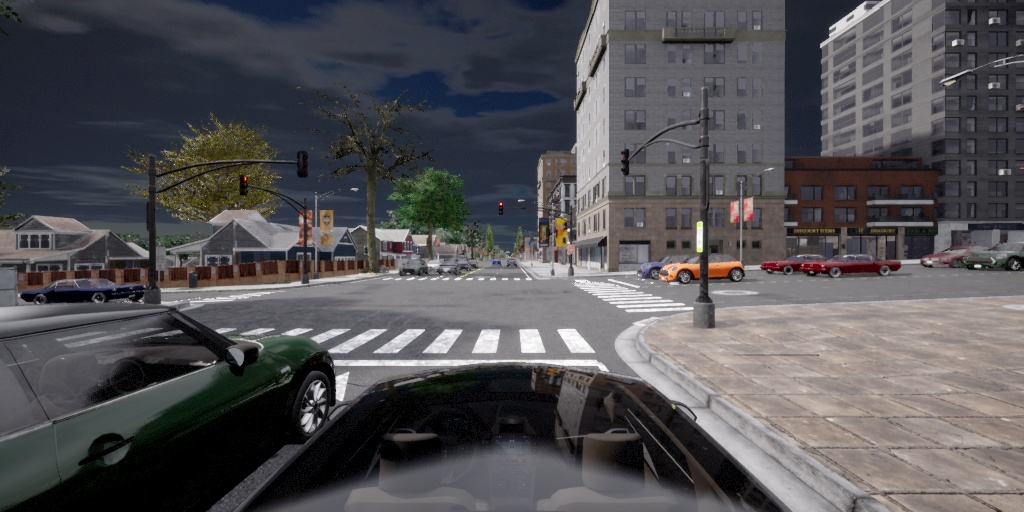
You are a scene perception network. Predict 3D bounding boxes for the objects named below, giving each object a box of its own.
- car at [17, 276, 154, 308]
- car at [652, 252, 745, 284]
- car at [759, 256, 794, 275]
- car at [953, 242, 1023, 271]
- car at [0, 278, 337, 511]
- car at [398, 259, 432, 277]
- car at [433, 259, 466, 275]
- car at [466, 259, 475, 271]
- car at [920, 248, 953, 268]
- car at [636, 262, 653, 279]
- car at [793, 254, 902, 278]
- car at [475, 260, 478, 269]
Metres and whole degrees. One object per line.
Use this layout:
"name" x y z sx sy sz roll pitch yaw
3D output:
"car" -21.636 1.806 18.338 4.718 1.301 1.895 -2 0 0
"car" 11.353 0.680 21.695 4.553 1.767 2.097 -2 0 0
"car" 20.096 0.583 24.979 4.718 1.301 1.895 -2 0 0
"car" 30.493 -0.045 21.764 4.553 1.767 2.097 -2 0 0
"car" -3.152 1.102 2.461 2.097 1.767 4.553 0 0 0
"car" -9.889 1.118 36.323 2.097 1.767 4.553 0 0 0
"car" -6.639 1.262 38.576 2.128 1.511 4.902 0 0 0
"car" -6.655 1.335 49.104 2.033 1.411 5.357 0 0 0
"car" 31.452 0.083 25.015 4.674 1.442 1.812 -2 0 0
"car" 11.099 0.679 25.015 4.553 1.767 2.097 -2 0 2
"car" 20.337 0.584 21.730 4.718 1.301 1.895 -2 0 0
"car" -6.658 1.321 59.589 1.837 1.490 4.892 0 0 0
